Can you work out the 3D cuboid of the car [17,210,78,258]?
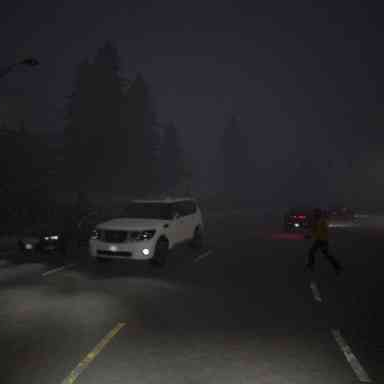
[{"bbox_3d":[-4.447,1.491,13.047,2.128,1.511,4.902,0,0,20],"label":"car"}]

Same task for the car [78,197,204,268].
[{"bbox_3d":[-1.273,1.221,11.889,2.150,2.045,5.566,0,0,20],"label":"car"}]

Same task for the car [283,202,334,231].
[{"bbox_3d":[6.855,1.505,19.735,1.837,1.490,4.892,0,0,32],"label":"car"}]

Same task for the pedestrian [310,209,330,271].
[{"bbox_3d":[3.516,1.294,9.140,0.375,1.860,0.375,0,0,17],"label":"pedestrian"}]

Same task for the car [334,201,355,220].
[{"bbox_3d":[12.604,1.526,28.430,1.812,1.442,4.674,0,0,34],"label":"car"}]
